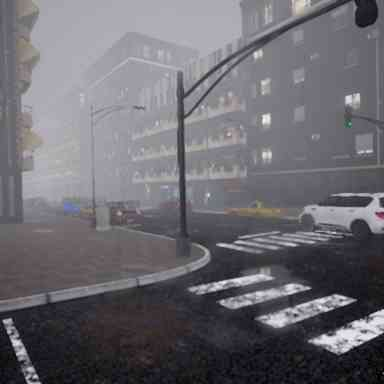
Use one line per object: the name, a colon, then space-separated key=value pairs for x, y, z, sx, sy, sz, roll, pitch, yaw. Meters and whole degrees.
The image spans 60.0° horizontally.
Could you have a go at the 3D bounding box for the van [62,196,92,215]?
van: x=-11.770 y=1.375 z=33.325 sx=1.690 sy=1.788 sz=3.998 roll=-2 pitch=1 yaw=-36

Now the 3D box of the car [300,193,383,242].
car: x=7.523 y=1.049 z=15.754 sx=2.150 sy=2.045 sz=5.566 roll=-1 pitch=0 yaw=-20

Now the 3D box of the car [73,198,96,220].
car: x=-8.440 y=1.544 z=28.694 sx=1.752 sy=1.417 sz=4.829 roll=-2 pitch=1 yaw=-36

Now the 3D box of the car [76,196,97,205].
car: x=-17.866 y=1.444 z=56.198 sx=1.947 sy=1.339 sz=4.313 roll=-2 pitch=1 yaw=-36

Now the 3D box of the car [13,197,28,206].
car: x=-31.126 y=1.675 z=60.306 sx=1.887 sy=1.381 sz=4.507 roll=-2 pitch=1 yaw=-36

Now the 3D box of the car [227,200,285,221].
car: x=4.622 y=1.298 z=24.862 sx=1.752 sy=1.417 sz=4.829 roll=-2 pitch=1 yaw=-36

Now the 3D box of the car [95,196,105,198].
car: x=-14.642 y=1.302 z=51.699 sx=1.967 sy=1.590 sz=4.097 roll=-2 pitch=1 yaw=-36

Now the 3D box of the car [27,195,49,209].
car: x=-21.448 y=1.520 z=46.815 sx=1.967 sy=1.590 sz=4.097 roll=-2 pitch=1 yaw=-36

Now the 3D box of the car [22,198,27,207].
car: x=-24.672 y=1.662 z=51.313 sx=1.947 sy=1.339 sz=4.313 roll=-2 pitch=1 yaw=-36

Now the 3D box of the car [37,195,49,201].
car: x=-37.226 y=1.528 z=83.176 sx=1.887 sy=1.381 sz=4.507 roll=-2 pitch=1 yaw=-36

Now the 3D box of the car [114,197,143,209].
car: x=-8.186 y=1.382 z=42.709 sx=2.008 sy=1.369 sz=4.403 roll=-2 pitch=1 yaw=-36

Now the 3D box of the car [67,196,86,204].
car: x=-21.093 y=1.445 z=60.694 sx=2.008 sy=1.369 sz=4.403 roll=-2 pitch=1 yaw=-36

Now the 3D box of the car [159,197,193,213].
car: x=-1.735 y=1.241 z=33.715 sx=1.967 sy=1.590 sz=4.097 roll=-2 pitch=1 yaw=-36

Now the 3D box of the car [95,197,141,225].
car: x=-5.315 y=1.445 z=24.335 sx=1.967 sy=1.590 sz=4.097 roll=-2 pitch=1 yaw=-36
